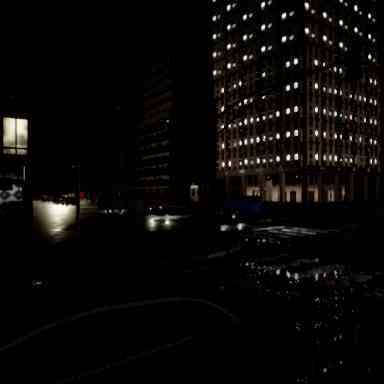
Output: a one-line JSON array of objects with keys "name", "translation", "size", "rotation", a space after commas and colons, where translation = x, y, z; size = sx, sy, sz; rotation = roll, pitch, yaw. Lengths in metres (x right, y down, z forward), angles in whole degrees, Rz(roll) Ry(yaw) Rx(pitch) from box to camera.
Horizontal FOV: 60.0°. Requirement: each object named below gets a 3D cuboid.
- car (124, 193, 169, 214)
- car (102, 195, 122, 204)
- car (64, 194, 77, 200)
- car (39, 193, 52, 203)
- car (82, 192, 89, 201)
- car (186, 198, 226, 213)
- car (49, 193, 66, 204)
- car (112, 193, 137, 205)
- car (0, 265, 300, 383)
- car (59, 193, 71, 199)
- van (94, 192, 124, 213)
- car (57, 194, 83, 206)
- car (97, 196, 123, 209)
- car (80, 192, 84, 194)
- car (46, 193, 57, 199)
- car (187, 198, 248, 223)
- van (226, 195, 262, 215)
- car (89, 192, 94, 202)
[{"name": "car", "translation": [-4.468, 1.087, 33.551], "size": [2.150, 2.045, 5.566], "rotation": [-1, 1, -33]}, {"name": "car", "translation": [-14.081, 1.238, 58.137], "size": [1.887, 1.381, 4.507], "rotation": [0, 0, -34]}, {"name": "car", "translation": [-29.581, 1.109, 81.090], "size": [2.008, 1.369, 4.403], "rotation": [0, 0, -34]}, {"name": "car", "translation": [-27.225, 1.292, 62.628], "size": [1.802, 1.307, 4.206], "rotation": [0, 0, -34]}, {"name": "car", "translation": [-20.281, 1.205, 67.319], "size": [1.947, 1.339, 4.313], "rotation": [0, 0, -34]}, {"name": "car", "translation": [1.438, 1.370, 35.200], "size": [1.887, 1.381, 4.507], "rotation": [0, 0, -34]}, {"name": "car", "translation": [-21.025, 1.315, 53.446], "size": [2.008, 1.369, 4.403], "rotation": [0, 0, -34]}, {"name": "car", "translation": [-10.981, 1.035, 53.545], "size": [2.192, 1.841, 5.009], "rotation": [0, 0, -34]}, {"name": "car", "translation": [-1.192, 1.491, 2.713], "size": [4.902, 1.511, 2.128], "rotation": [0, 0, -35]}, {"name": "car", "translation": [-32.777, 1.055, 85.821], "size": [1.752, 1.417, 4.829], "rotation": [0, 0, -34]}, {"name": "van", "translation": [-8.625, 1.211, 35.084], "size": [1.690, 1.788, 3.998], "rotation": [0, 0, -34]}, {"name": "car", "translation": [-17.925, 1.357, 48.856], "size": [1.947, 1.339, 4.313], "rotation": [0, 0, -34]}, {"name": "car", "translation": [-10.601, 1.339, 42.653], "size": [1.812, 1.442, 4.674], "rotation": [-1, 1, -34]}, {"name": "car", "translation": [-23.381, 0.927, 71.907], "size": [2.192, 1.841, 5.009], "rotation": [0, 0, -34]}, {"name": "car", "translation": [-36.694, 1.057, 86.809], "size": [1.812, 1.442, 4.674], "rotation": [-1, 1, -34]}, {"name": "car", "translation": [1.474, 1.407, 24.751], "size": [2.128, 1.511, 4.902], "rotation": [-1, 1, -34]}, {"name": "van", "translation": [4.612, 1.191, 30.660], "size": [1.690, 1.788, 3.998], "rotation": [0, 0, -34]}, {"name": "car", "translation": [-17.181, 0.981, 62.726], "size": [2.192, 1.841, 5.009], "rotation": [0, 0, -34]}]
